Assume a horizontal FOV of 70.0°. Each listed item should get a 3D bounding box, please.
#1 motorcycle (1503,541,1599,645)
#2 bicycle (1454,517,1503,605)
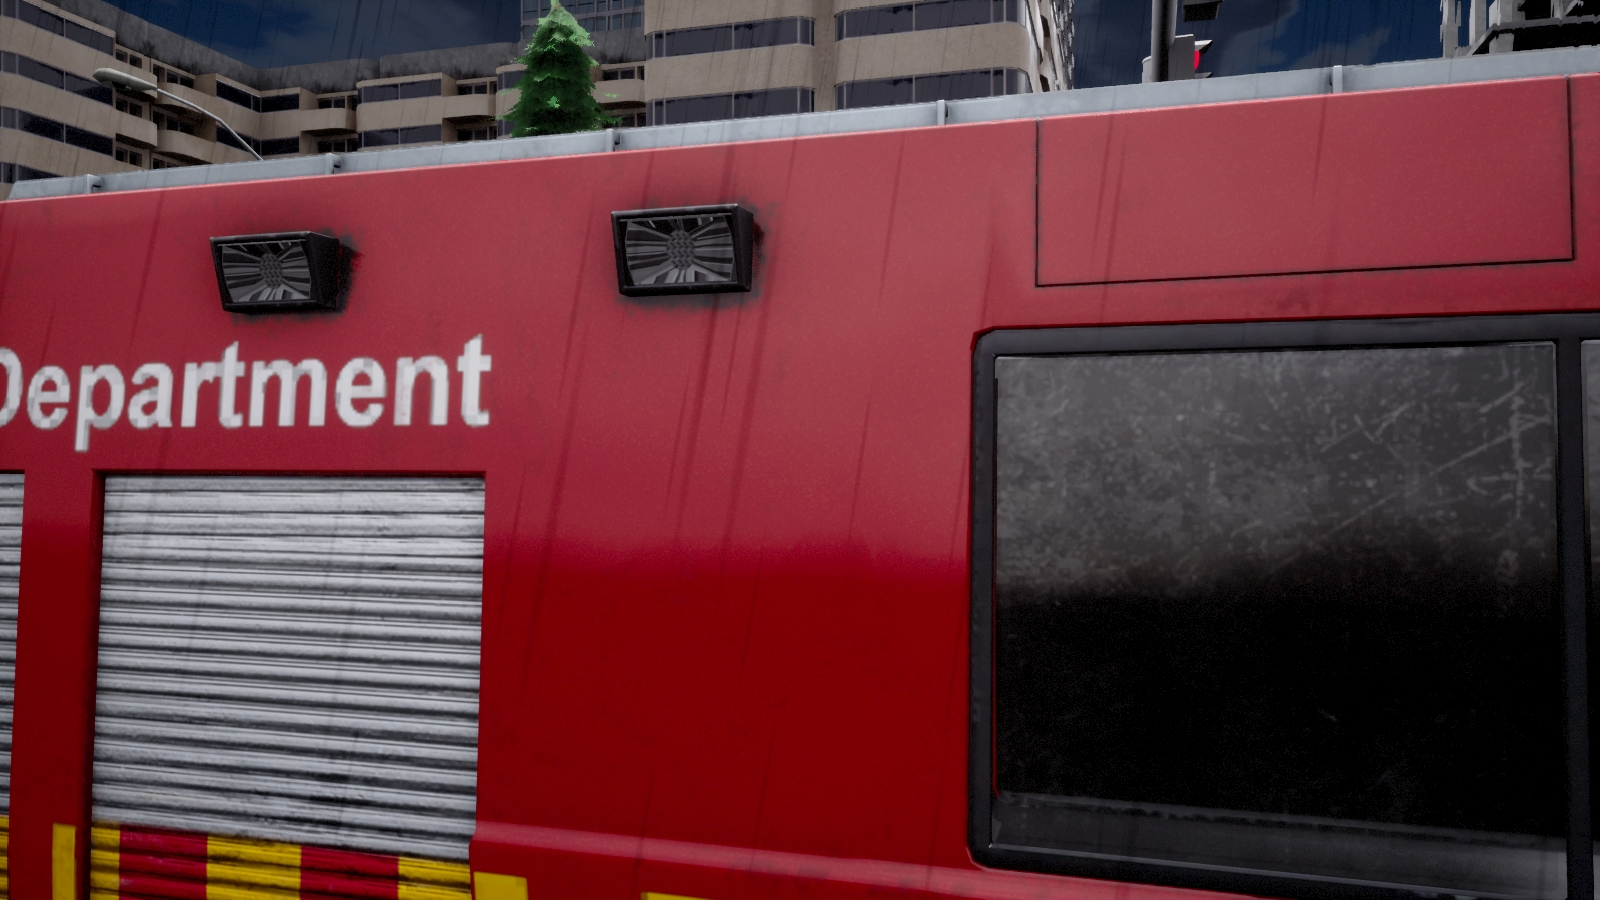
[{"bbox_3d":[11.678,2.155,17.664,0.764,1.307,2.356,0,0,16],"label":"motorcycle"},{"bbox_3d":[12.788,2.060,21.569,0.329,1.471,1.835,0,0,16],"label":"bicycle"}]
